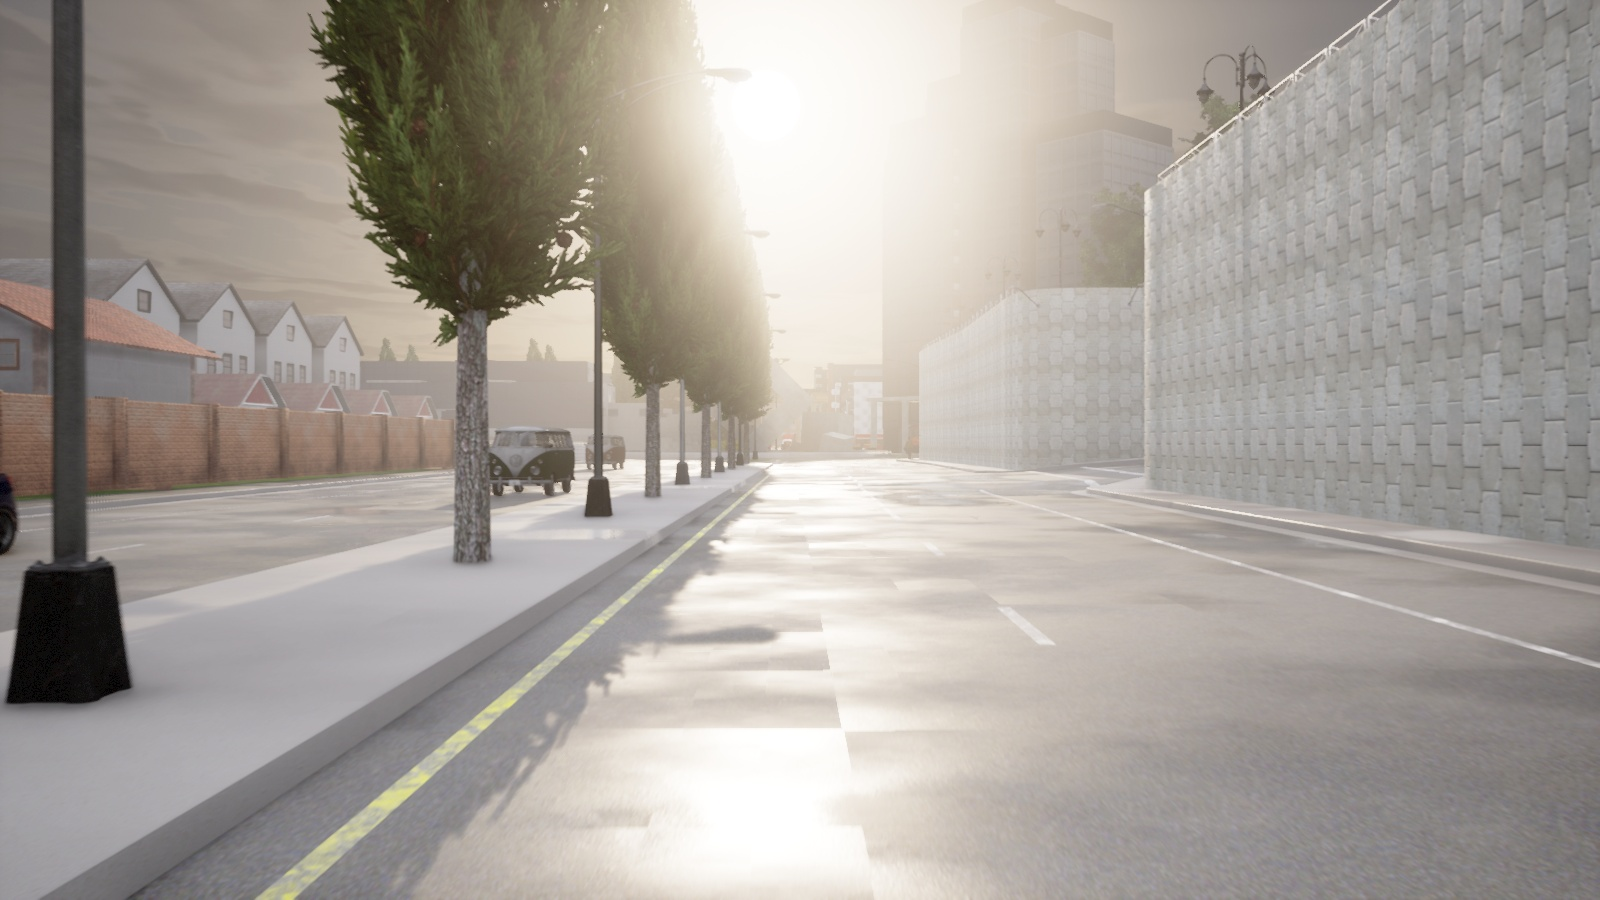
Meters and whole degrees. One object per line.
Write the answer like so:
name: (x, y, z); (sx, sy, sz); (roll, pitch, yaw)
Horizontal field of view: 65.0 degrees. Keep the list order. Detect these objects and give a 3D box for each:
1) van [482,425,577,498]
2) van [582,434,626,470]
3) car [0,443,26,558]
van: (-7.777, 0.288, 36.438); (1.775, 1.987, 4.442); (0, 0, 0)
van: (-11.080, 0.088, 71.299); (1.775, 1.987, 4.442); (0, 0, 0)
car: (-11.399, 0.666, 15.174); (1.845, 1.501, 3.633); (0, 0, 0)
